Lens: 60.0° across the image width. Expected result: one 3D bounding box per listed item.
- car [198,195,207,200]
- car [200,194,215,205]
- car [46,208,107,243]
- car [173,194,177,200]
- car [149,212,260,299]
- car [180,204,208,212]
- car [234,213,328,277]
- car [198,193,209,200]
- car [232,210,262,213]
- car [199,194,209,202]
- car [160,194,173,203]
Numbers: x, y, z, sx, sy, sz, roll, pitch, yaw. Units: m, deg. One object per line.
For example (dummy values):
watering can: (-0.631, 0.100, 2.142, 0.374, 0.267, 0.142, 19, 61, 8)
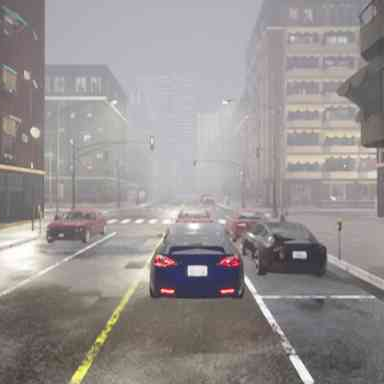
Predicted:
car: (2.586, 1.340, 82.204, 1.947, 1.339, 4.313, 1, 0, 0)
car: (2.711, 1.384, 53.755, 1.887, 1.381, 4.507, 1, 0, 0)
car: (-5.271, 1.493, 15.672, 1.887, 1.381, 4.507, 1, 0, 0)
car: (-5.293, 1.308, 87.883, 1.887, 1.381, 4.507, 1, 0, 0)
car: (0.102, 1.475, 8.412, 2.163, 1.488, 4.792, 0, 0, 0)
car: (0.097, 1.542, 18.135, 1.895, 1.301, 4.718, 0, 0, 0)
car: (2.575, 1.532, 10.029, 1.947, 1.339, 4.313, 1, 0, 0)
car: (2.618, 1.130, 63.700, 2.192, 1.841, 5.009, 1, 0, 0)
car: (2.576, 1.493, 15.699, 1.887, 1.381, 4.507, 1, 0, 0)
car: (2.585, 1.239, 70.824, 1.967, 1.590, 4.097, 1, 0, 0)
car: (-5.313, 1.363, 65.125, 2.008, 1.369, 4.403, 1, 0, 0)
